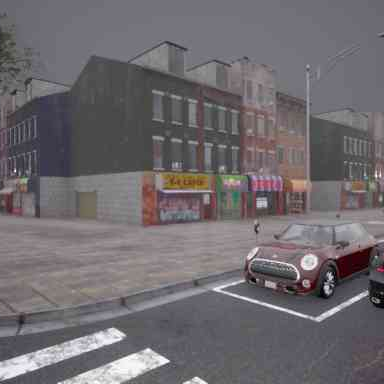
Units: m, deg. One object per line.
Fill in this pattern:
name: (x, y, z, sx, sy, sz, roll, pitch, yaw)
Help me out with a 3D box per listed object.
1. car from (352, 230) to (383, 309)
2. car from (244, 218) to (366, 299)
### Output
car: (5.265, 1.501, 6.801, 4.892, 1.490, 1.837, 0, 0, -43)
car: (3.130, 1.442, 8.428, 4.097, 1.590, 1.967, 0, 0, -43)
